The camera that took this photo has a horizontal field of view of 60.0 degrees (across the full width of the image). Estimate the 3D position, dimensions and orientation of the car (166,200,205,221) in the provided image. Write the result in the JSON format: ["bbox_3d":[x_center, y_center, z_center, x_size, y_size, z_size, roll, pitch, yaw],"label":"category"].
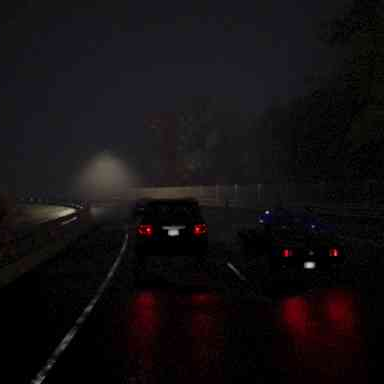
[{"bbox_3d":[-0.679,1.518,28.660,2.128,1.511,4.902,0,0,-15],"label":"car"}]

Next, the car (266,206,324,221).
[{"bbox_3d":[5.264,1.473,18.211,1.882,1.535,5.008,0,0,-9],"label":"car"}]

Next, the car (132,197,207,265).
[{"bbox_3d":[-0.827,1.235,11.998,2.150,2.045,5.566,0,0,-7],"label":"car"}]

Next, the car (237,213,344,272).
[{"bbox_3d":[2.827,1.600,10.791,1.895,1.301,4.718,0,0,-5],"label":"car"}]

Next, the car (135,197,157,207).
[{"bbox_3d":[-7.555,1.552,54.202,1.882,1.535,5.008,0,0,-29],"label":"car"}]

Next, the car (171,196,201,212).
[{"bbox_3d":[-0.744,1.387,39.924,2.097,1.767,4.553,0,0,-22],"label":"car"}]

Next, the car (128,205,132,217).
[{"bbox_3d":[-4.436,1.545,29.059,1.837,1.490,4.892,0,0,-16],"label":"car"}]

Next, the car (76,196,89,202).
[{"bbox_3d":[-27.061,1.709,82.035,2.033,1.411,5.357,0,0,-35],"label":"car"}]
